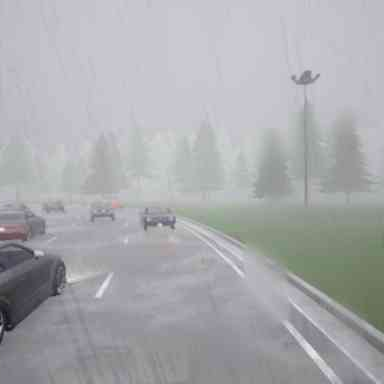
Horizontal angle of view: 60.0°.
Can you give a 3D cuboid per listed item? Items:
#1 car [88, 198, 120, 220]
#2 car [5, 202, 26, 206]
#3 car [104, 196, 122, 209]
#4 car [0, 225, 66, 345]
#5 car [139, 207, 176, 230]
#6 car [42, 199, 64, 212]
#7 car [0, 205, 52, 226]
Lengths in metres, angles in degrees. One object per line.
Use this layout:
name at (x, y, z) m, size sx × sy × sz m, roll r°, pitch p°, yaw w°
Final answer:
car at (-7.561, 1.527, 27.763) m, size 2.033 × 1.411 × 5.357 m, roll 0°, pitch 0°, yaw -18°
car at (-15.158, 1.584, 28.593) m, size 2.033 × 1.411 × 5.357 m, roll 0°, pitch 0°, yaw -20°
car at (-10.692, 1.312, 43.061) m, size 2.097 × 1.767 × 4.553 m, roll -1°, pitch 0°, yaw -31°
car at (-3.764, 1.576, 5.938) m, size 1.994 × 1.385 × 4.181 m, roll 0°, pitch 0°, yaw -4°
car at (-2.276, 1.558, 20.900) m, size 1.895 × 1.301 × 4.718 m, roll 0°, pitch 0°, yaw -12°
car at (-15.799, 1.507, 37.760) m, size 2.128 × 1.511 × 4.902 m, roll 0°, pitch 0°, yaw -30°
car at (-8.586, 1.584, 16.343) m, size 1.994 × 1.385 × 4.181 m, roll 0°, pitch 0°, yaw -10°
